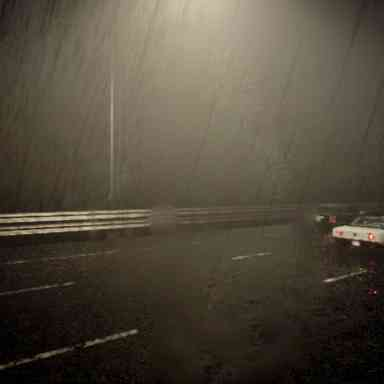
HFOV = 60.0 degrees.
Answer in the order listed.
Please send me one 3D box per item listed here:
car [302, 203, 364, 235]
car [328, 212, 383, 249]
[{"bbox_3d":[8.023,1.399,18.015,4.553,1.767,2.097,0,0,-36],"label":"car"},{"bbox_3d":[7.921,1.639,13.672,4.718,1.301,1.895,0,0,-35],"label":"car"}]
